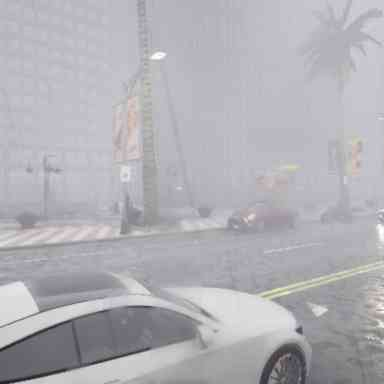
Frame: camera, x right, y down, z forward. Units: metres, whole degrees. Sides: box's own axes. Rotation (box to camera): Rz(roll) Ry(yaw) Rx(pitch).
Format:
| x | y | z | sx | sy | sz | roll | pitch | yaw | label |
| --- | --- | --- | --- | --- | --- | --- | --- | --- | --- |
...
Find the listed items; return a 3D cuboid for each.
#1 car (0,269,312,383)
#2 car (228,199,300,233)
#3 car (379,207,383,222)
| x | y | z | sx | sy | sz | roll | pitch | yaw | label |
| --- | --- | --- | --- | --- | --- | --- | --- | --- | --- |
| -0.851 | 1.521 | 3.163 | 4.674 | 1.442 | 1.812 | 0 | 0 | -35 | car |
| 4.228 | 1.293 | 19.349 | 4.553 | 1.767 | 2.185 | 0 | 0 | -36 | car |
| 15.256 | 1.241 | 23.706 | 4.553 | 1.767 | 2.097 | 0 | 0 | -36 | car |
